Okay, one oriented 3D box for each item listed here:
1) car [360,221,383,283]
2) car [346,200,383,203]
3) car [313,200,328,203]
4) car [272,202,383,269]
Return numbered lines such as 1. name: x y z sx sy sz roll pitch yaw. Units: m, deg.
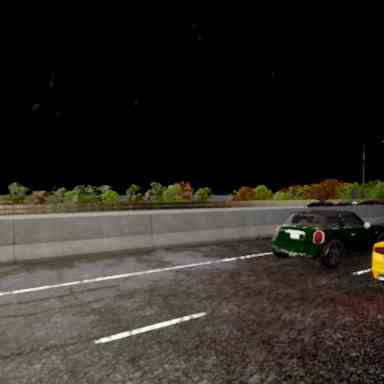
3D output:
1. car: 6.533 1.517 8.409 5.008 1.535 1.882 0 0 -35
2. car: 18.413 1.611 34.262 5.008 1.535 1.882 0 0 -35
3. car: 16.043 1.706 41.148 4.181 1.385 1.994 0 0 -35
4. car: 4.925 1.393 11.560 4.553 1.767 2.097 0 0 -36
